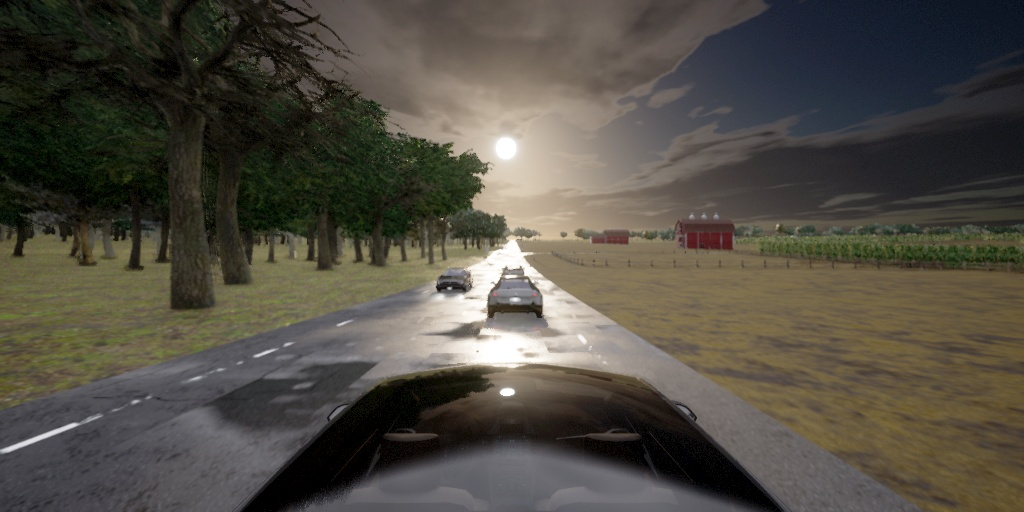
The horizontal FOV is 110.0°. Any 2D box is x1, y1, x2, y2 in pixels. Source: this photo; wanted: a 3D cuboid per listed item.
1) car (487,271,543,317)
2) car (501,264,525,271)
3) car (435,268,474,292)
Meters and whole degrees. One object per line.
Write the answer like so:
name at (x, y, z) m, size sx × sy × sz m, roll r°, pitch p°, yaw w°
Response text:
car at (0.109, 1.441, 13.899) m, size 1.994 × 1.385 × 4.181 m, roll 0°, pitch -1°, yaw 0°
car at (0.122, 1.418, 31.072) m, size 2.128 × 1.511 × 4.902 m, roll 0°, pitch 0°, yaw 0°
car at (-3.584, 1.479, 23.273) m, size 2.033 × 1.411 × 5.357 m, roll 0°, pitch 0°, yaw 0°
